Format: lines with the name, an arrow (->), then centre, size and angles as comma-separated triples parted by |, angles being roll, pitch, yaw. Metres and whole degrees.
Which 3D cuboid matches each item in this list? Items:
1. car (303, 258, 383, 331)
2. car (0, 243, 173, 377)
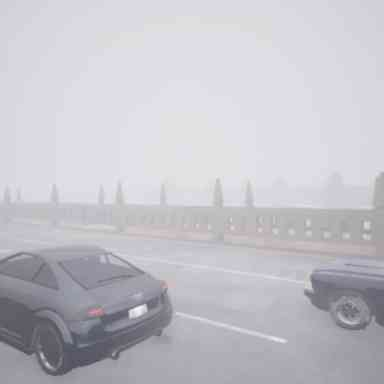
car -> 4.309, 1.597, 5.211 | 4.718, 1.301, 1.895 | 0, 0, 36
car -> -2.361, 1.591, 5.665 | 4.181, 1.385, 1.994 | 0, 0, 36
